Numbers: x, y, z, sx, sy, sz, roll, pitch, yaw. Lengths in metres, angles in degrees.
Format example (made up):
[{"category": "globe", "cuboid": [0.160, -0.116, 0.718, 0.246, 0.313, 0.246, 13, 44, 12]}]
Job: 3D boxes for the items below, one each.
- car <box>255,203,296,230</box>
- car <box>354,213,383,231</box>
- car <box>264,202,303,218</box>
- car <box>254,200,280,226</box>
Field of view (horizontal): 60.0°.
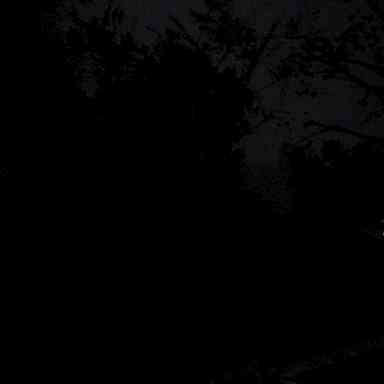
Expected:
[{"category": "car", "cuboid": [7.250, 1.824, 23.974, 4.892, 1.521, 2.231, 1, -1, -37]}, {"category": "car", "cuboid": [12.316, 1.921, 25.513, 2.033, 1.411, 5.357, 1, -1, -36]}, {"category": "car", "cuboid": [10.931, 2.045, 39.590, 4.553, 1.767, 2.185, 1, -2, -36]}, {"category": "car", "cuboid": [5.603, 1.616, 26.234, 5.566, 2.045, 2.435, 1, -1, -37]}]
